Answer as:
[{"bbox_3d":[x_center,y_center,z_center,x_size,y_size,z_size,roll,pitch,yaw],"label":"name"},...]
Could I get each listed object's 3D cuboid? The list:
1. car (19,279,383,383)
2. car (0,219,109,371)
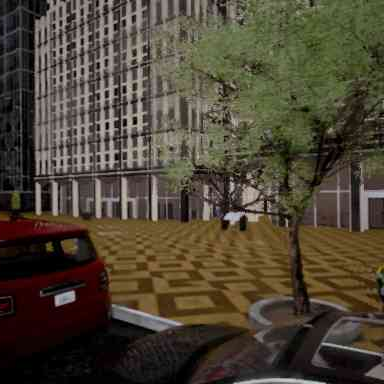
[{"bbox_3d":[1.045,1.553,2.133,4.403,1.369,2.008,-1,0,36],"label":"car"},{"bbox_3d":[-3.453,1.369,5.342,5.009,1.841,2.192,-1,0,36],"label":"car"}]
